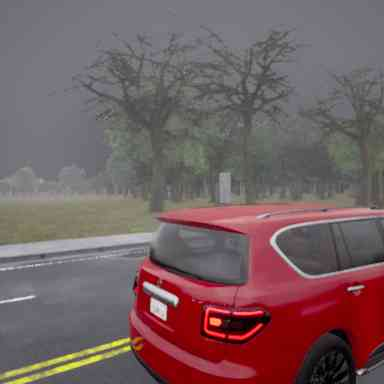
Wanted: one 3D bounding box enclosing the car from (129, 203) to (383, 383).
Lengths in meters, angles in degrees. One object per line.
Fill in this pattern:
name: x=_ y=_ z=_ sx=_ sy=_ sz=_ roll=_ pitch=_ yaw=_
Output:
car: x=1.878 y=1.174 z=4.715 sx=5.566 sy=2.045 sz=2.150 roll=-1 pitch=1 yaw=-35
